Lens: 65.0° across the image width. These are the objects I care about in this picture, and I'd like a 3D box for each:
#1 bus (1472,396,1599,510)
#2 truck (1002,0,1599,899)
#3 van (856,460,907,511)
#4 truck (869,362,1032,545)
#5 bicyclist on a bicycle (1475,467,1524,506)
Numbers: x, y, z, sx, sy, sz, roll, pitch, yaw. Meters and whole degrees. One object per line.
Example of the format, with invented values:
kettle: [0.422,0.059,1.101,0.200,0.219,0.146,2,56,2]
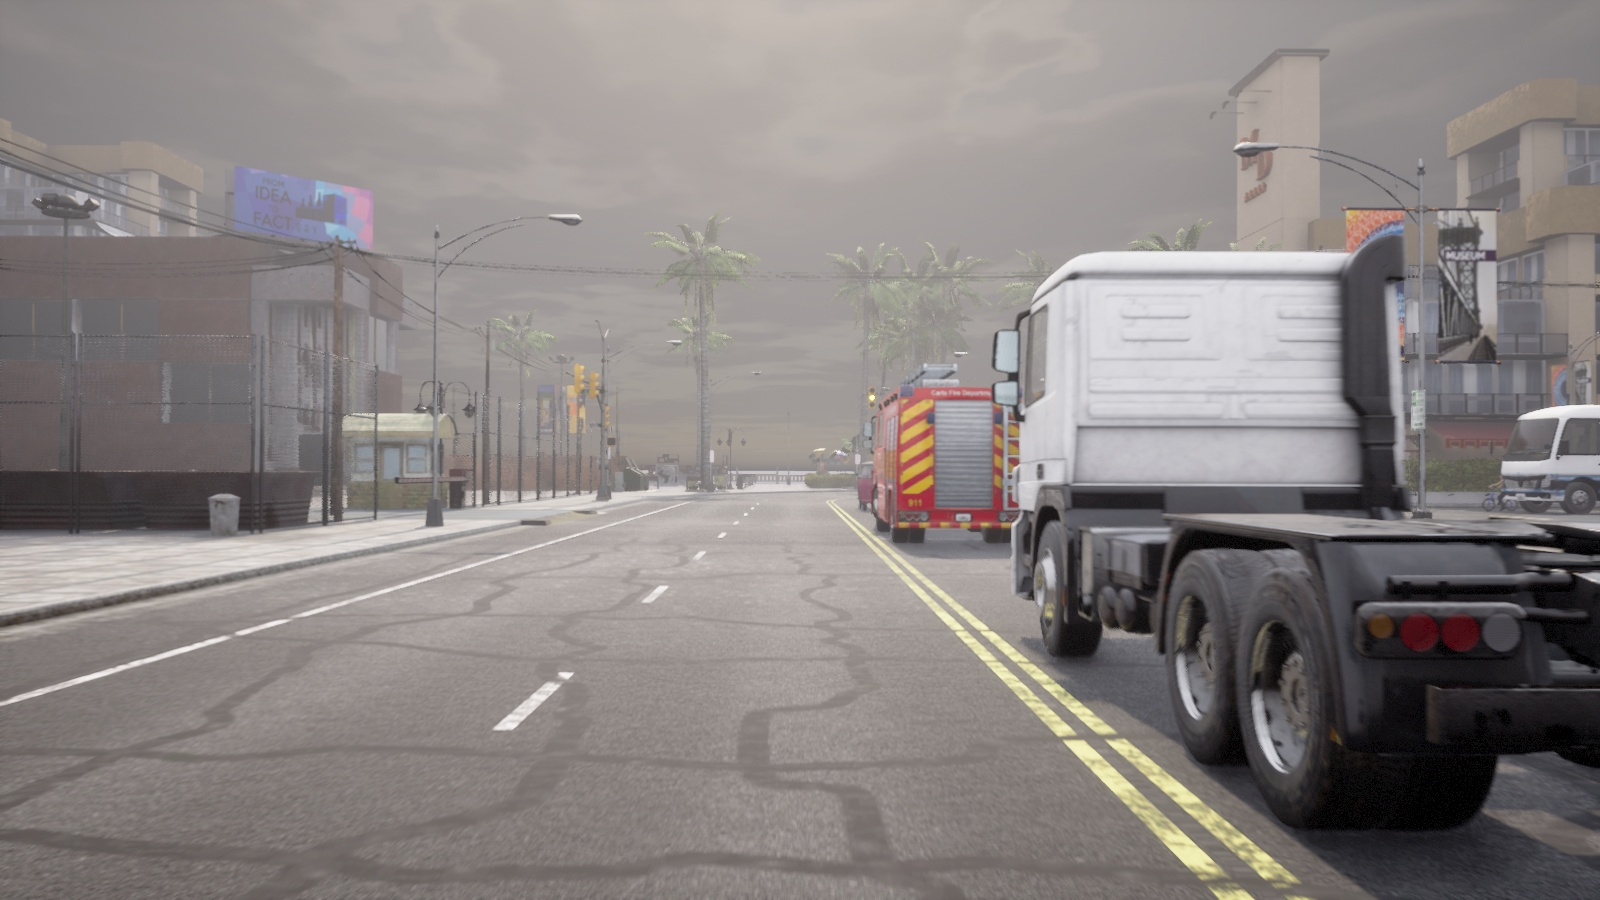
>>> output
bus: [32.466,0.129,49.053,10.273,4.253,3.944,0,-1,-1]
truck: [3.465,-0.040,8.425,2.891,3.462,7.936,0,-1,0]
van: [3.294,1.416,51.463,1.775,1.987,4.442,0,-1,0]
truck: [3.375,0.148,30.539,2.891,3.827,8.468,0,-1,0]
bicyclist on a bicycle: [29.210,1.512,52.448,1.509,1.612,0.866,0,-1,0]
